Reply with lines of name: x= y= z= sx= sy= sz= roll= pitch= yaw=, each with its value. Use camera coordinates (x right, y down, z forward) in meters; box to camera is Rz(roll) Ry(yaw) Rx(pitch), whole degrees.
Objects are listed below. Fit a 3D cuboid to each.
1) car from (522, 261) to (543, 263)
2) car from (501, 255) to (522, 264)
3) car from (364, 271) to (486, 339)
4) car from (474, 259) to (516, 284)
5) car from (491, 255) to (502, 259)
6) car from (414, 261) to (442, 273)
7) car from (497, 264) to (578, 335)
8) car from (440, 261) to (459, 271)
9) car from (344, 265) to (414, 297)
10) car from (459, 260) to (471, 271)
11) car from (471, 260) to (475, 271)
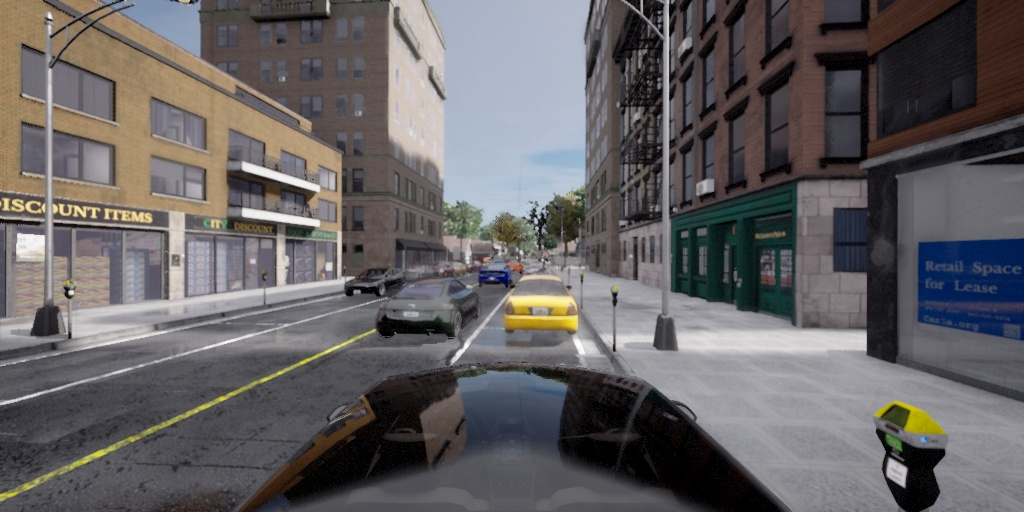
car: x=1.957 y=1.248 z=29.196 sx=1.751 sy=1.417 sz=4.829 roll=0 pitch=0 yaw=5
car: x=0.281 y=1.064 z=41.190 sx=2.097 sy=1.767 sz=4.553 roll=0 pitch=0 yaw=5
car: x=-2.126 y=1.296 z=10.134 sx=1.994 sy=1.385 sz=4.181 roll=0 pitch=0 yaw=5
car: x=-1.000 y=1.197 z=24.064 sx=1.882 sy=1.535 sz=5.008 roll=0 pitch=0 yaw=5
car: x=-1.909 y=0.928 z=48.438 sx=2.150 sy=2.045 sz=5.566 roll=0 pitch=0 yaw=5
car: x=-6.499 y=1.256 z=24.168 sx=2.007 sy=1.370 sz=4.403 roll=0 pitch=0 yaw=5
car: x=0.840 y=1.197 z=10.504 sx=1.801 sy=1.575 sz=5.366 roll=0 pitch=0 yaw=5
car: x=-6.056 y=1.142 z=29.669 sx=1.967 sy=1.591 sz=4.097 roll=0 pitch=0 yaw=5
car: x=-6.943 y=1.276 z=18.668 sx=1.948 sy=1.339 sz=4.313 roll=0 pitch=0 yaw=5
car: x=-5.625 y=1.225 z=35.000 sx=1.751 sy=1.417 sz=4.829 roll=0 pitch=0 yaw=5
car: x=-5.168 y=1.138 z=40.671 sx=1.967 sy=1.591 sz=4.097 roll=0 pitch=0 yaw=5
